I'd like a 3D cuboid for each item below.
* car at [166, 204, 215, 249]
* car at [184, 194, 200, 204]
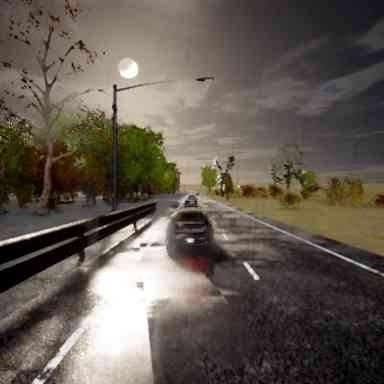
[{"bbox_3d":[-0.075,1.503,14.503,1.837,1.490,4.892,0,0,0],"label":"car"},{"bbox_3d":[-0.107,1.463,50.465,2.128,1.511,4.902,0,0,0],"label":"car"}]
